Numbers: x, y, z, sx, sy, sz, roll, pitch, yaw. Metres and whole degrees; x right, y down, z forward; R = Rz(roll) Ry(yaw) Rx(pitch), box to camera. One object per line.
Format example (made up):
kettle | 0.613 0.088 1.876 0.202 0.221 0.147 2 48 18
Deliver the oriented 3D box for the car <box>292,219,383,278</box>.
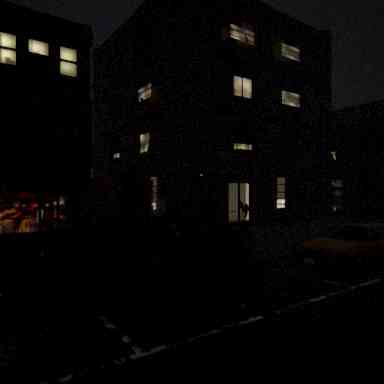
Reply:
car | 5.056 1.526 10.177 4.829 1.417 1.752 0 0 -36

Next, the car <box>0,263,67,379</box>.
car | -3.795 1.551 3.854 4.403 1.369 2.008 0 0 -36
